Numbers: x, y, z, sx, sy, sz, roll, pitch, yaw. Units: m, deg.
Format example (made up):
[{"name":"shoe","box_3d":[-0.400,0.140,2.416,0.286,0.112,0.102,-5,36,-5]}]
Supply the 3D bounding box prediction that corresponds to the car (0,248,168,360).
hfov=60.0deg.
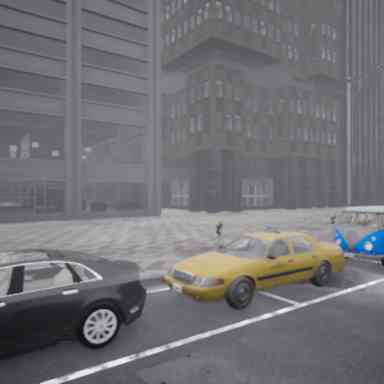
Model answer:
[{"name":"car","box_3d":[-2.781,1.552,4.671,4.403,1.369,2.008,0,0,-35]}]

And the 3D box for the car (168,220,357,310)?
[{"name":"car","box_3d":[1.684,1.535,7.831,4.829,1.417,1.752,0,0,-35]}]

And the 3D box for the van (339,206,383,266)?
[{"name":"van","box_3d":[6.428,1.361,11.188,3.998,1.788,1.690,0,0,-35]}]
